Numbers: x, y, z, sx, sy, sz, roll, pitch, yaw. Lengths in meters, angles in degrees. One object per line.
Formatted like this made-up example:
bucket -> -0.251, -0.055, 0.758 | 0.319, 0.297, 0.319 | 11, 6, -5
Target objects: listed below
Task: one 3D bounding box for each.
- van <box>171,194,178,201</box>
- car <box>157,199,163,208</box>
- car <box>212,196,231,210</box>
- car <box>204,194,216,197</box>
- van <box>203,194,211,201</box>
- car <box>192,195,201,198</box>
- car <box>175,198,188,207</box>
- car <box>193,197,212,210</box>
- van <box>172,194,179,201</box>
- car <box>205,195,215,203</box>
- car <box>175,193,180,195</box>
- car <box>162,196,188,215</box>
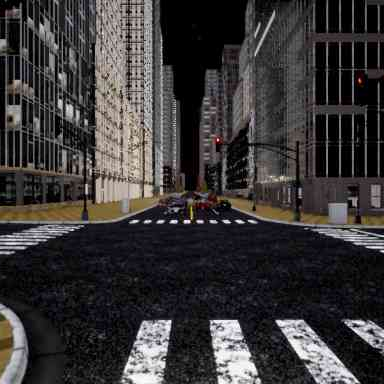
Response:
van -> -4.203, 1.321, 80.487 | 1.690, 1.788, 3.998 | 0, 0, 0
car -> -4.048, 1.592, 47.321 | 1.802, 1.307, 4.206 | 0, 0, 0
car -> 3.907, 1.579, 41.832 | 1.947, 1.339, 4.313 | 0, 0, 0
car -> 3.755, 1.313, 63.940 | 2.192, 1.841, 5.009 | 0, 0, 0
van -> 3.677, 1.321, 80.524 | 1.690, 1.788, 3.998 | 0, 0, 0
car -> 1.158, 1.488, 73.285 | 1.837, 1.490, 4.892 | 0, 0, 0
car -> -1.601, 1.608, 53.365 | 1.895, 1.301, 4.718 | 0, 0, 0
car -> 1.348, 1.613, 42.835 | 1.895, 1.301, 4.718 | 0, 0, 0
van -> -4.229, 1.315, 86.014 | 1.690, 1.788, 3.998 | 0, 0, 0
car -> 3.729, 1.432, 69.469 | 1.967, 1.590, 4.097 | 0, 0, 0
car -> -4.177, 1.426, 74.960 | 1.967, 1.590, 4.097 | 0, 0, 0
car -> -1.527, 1.508, 33.766 | 2.128, 1.511, 4.902 | 0, 0, -1
